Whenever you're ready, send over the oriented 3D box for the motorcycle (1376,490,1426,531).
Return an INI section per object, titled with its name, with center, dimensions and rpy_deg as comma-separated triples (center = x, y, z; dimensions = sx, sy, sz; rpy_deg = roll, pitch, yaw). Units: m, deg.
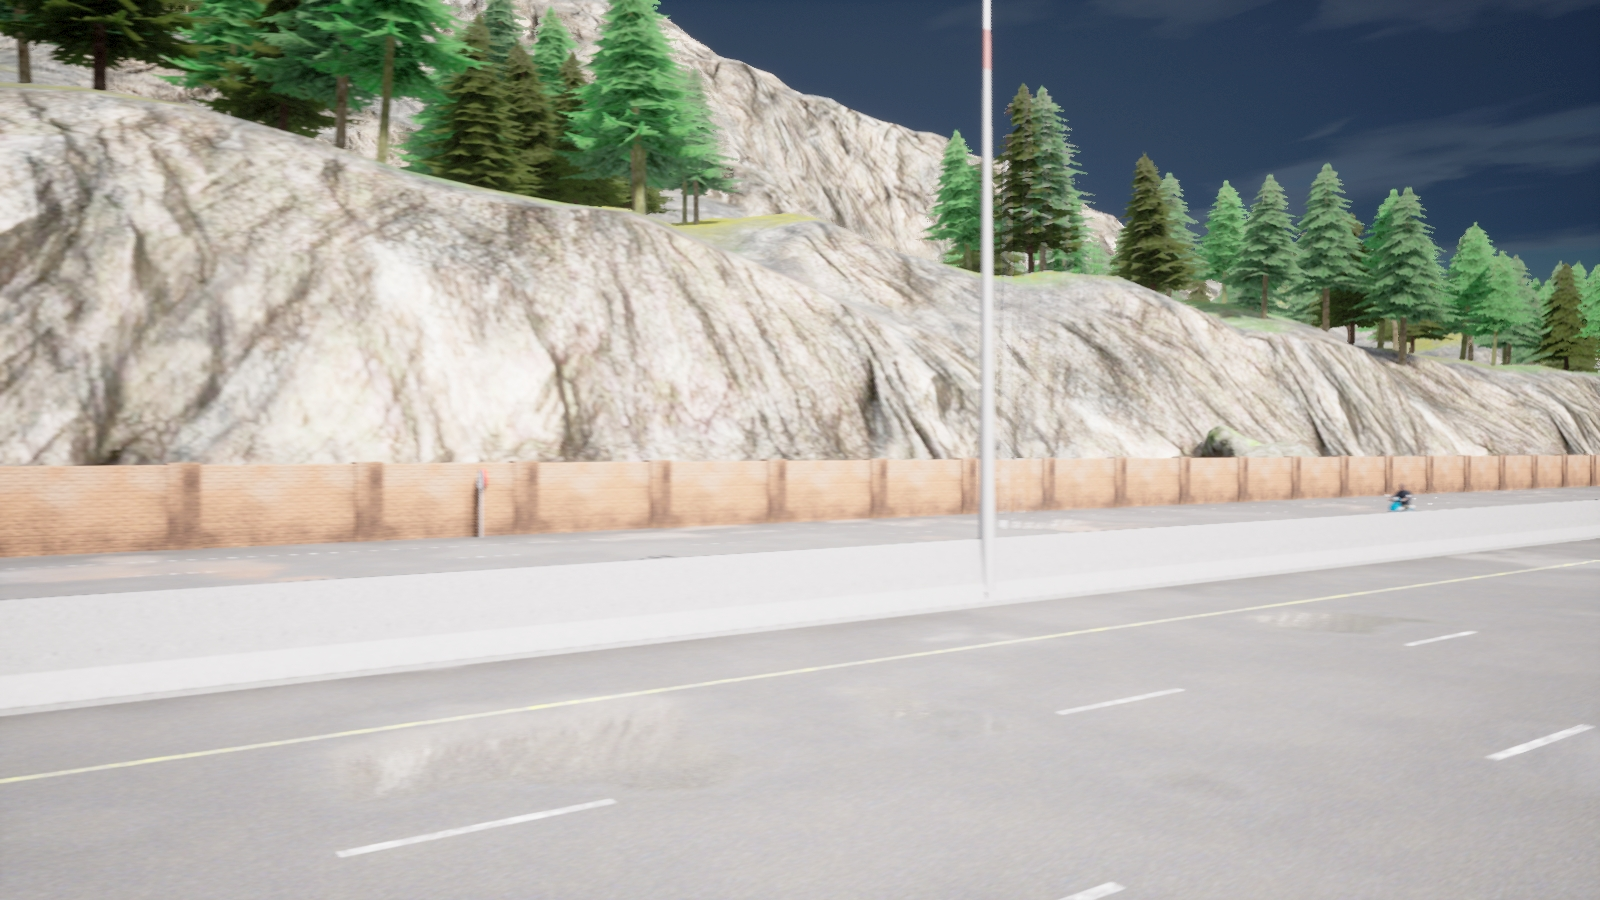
[motorcycle]
center = 21.231, 2.124, 40.369
dimensions = 1.805, 1.334, 0.856
rpy_deg = 0, 0, -36
